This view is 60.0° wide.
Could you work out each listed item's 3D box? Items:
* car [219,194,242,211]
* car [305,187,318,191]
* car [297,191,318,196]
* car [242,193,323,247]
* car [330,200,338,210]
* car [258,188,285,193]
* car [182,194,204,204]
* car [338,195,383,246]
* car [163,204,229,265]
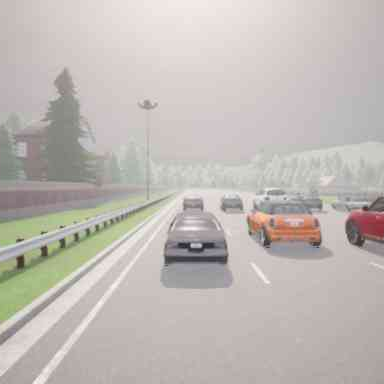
[{"bbox_3d":[3.614,0.937,31.210,2.128,1.511,4.902,0,1,0],"label":"car"},{"bbox_3d":[22.949,0.047,65.865,3.866,1.878,1.905,0,1,0],"label":"car"},{"bbox_3d":[10.613,0.938,31.187,2.128,1.511,4.902,0,1,0],"label":"car"},{"bbox_3d":[3.606,1.105,13.802,2.097,1.767,4.553,0,1,0],"label":"car"},{"bbox_3d":[14.112,1.074,29.683,1.895,1.301,4.718,0,1,0],"label":"car"},{"bbox_3d":[7.113,0.680,30.464,2.150,2.045,5.566,0,1,0],"label":"car"},{"bbox_3d":[0.114,0.937,31.203,2.128,1.511,4.902,0,1,0],"label":"car"},{"bbox_3d":[7.105,1.029,10.736,2.150,2.045,5.566,0,1,0],"label":"car"},{"bbox_3d":[0.105,1.352,10.873,2.033,1.411,5.357,0,1,0],"label":"car"}]
